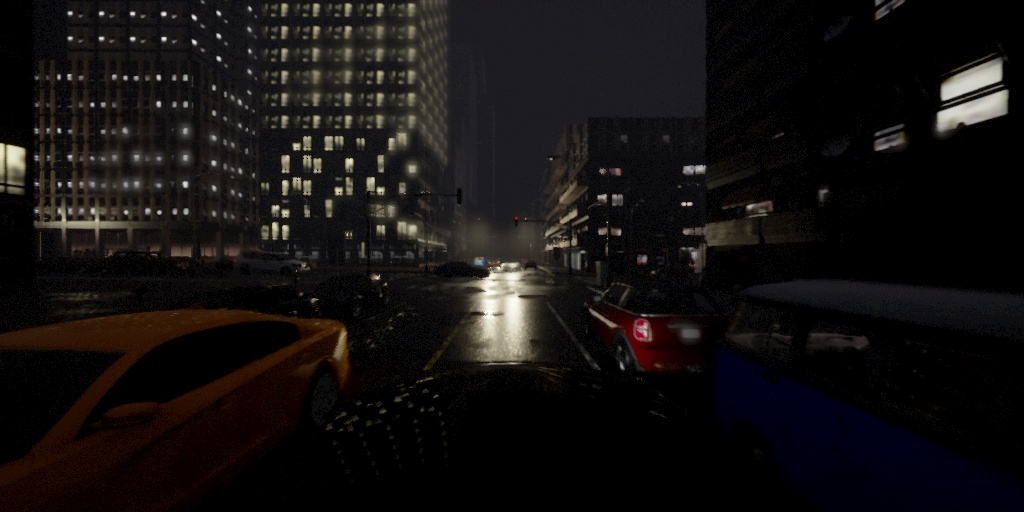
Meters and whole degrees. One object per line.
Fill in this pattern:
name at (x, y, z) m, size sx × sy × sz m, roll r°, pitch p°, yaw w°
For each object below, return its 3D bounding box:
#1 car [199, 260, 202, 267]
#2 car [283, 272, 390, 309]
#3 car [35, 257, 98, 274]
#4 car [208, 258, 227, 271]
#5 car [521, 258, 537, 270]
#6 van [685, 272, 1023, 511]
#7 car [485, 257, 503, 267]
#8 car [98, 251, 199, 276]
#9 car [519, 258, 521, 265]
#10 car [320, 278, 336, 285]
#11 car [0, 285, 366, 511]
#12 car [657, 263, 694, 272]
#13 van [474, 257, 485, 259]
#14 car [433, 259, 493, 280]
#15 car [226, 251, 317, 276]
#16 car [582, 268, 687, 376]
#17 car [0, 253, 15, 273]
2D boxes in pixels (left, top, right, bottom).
car at (-33.107, 0.696, 35.459) m, size 4.207 × 1.307 × 1.802 m, roll 0°, pitch 0°, yaw -1°
car at (-5.690, 1.305, 12.573) m, size 1.948 × 1.339 × 4.313 m, roll 0°, pitch 0°, yaw 0°
car at (-33.005, 0.713, 27.079) m, size 4.313 × 1.339 × 1.948 m, roll 0°, pitch 0°, yaw -1°
car at (-27.488, 0.784, 35.523) m, size 4.313 × 1.339 × 1.948 m, roll 0°, pitch 0°, yaw -1°
car at (2.692, 1.273, 52.218) m, size 1.948 × 1.339 × 4.313 m, roll 0°, pitch 0°, yaw 0°
van at (2.690, 1.091, 1.777) m, size 1.690 × 1.789 × 3.998 m, roll 0°, pitch 0°, yaw 0°
car at (-3.031, 1.052, 62.266) m, size 2.097 × 1.767 × 4.553 m, roll 0°, pitch 0°, yaw 1°
car at (-27.386, 0.567, 27.142) m, size 5.009 × 1.841 × 2.192 m, roll 0°, pitch 0°, yaw -1°
car at (2.692, 1.246, 62.185) m, size 1.888 × 1.381 × 4.507 m, roll 0°, pitch 0°, yaw 0°
car at (-5.690, 1.310, 7.327) m, size 1.948 × 1.339 × 4.313 m, roll 0°, pitch 0°, yaw 0°
car at (-3.094, 1.227, 2.702) m, size 1.882 × 1.535 × 5.008 m, roll 0°, pitch 0°, yaw 0°
car at (16.014, 1.476, 36.014) m, size 4.097 × 1.591 × 1.967 m, roll 0°, pitch 0°, yaw -1°
van at (-5.689, 1.041, 62.185) m, size 1.690 × 1.789 × 3.998 m, roll 0°, pitch 0°, yaw 0°
car at (-4.221, 1.205, 30.091) m, size 4.674 × 1.442 × 1.812 m, roll 1°, pitch 0°, yaw -1°
car at (-19.940, 0.669, 29.903) m, size 5.566 × 2.045 × 2.150 m, roll 3°, pitch 0°, yaw -1°
car at (2.690, 1.184, 7.328) m, size 1.967 × 1.591 × 4.097 m, roll 0°, pitch 0°, yaw 0°
car at (-38.622, 0.588, 27.016) m, size 4.507 × 1.381 × 1.888 m, roll 0°, pitch 0°, yaw -1°
